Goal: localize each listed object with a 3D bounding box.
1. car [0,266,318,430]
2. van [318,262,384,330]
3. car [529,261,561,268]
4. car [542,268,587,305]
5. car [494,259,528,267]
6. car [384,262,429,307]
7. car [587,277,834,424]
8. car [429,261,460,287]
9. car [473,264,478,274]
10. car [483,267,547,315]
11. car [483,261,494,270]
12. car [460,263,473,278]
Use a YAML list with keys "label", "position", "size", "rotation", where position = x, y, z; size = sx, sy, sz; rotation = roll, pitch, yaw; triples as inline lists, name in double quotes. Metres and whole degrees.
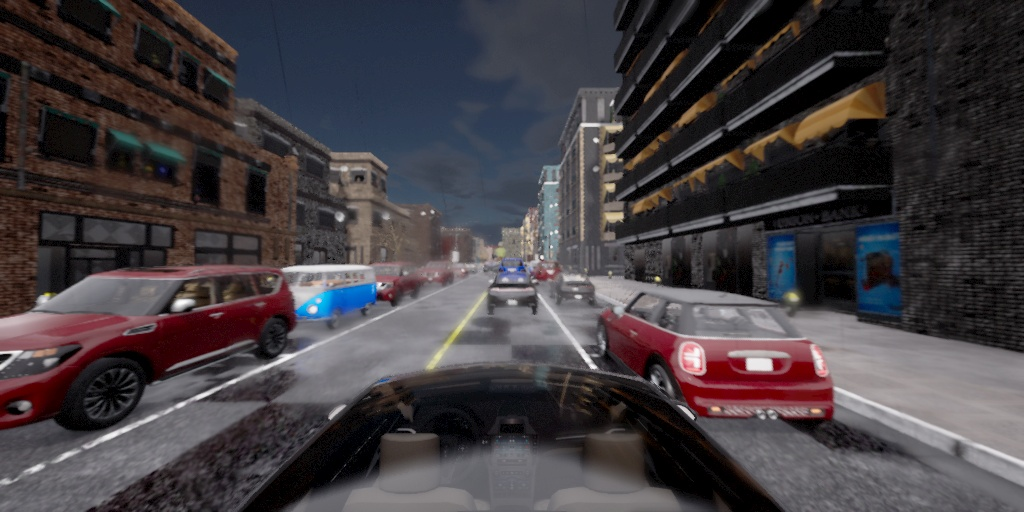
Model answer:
- label: "car"
  position: [-5.691, 1.103, 5.858]
  size: [2.192, 1.841, 5.009]
  rotation: [0, 0, 0]
- label: "van"
  position: [-5.692, 1.179, 11.265]
  size: [1.690, 1.789, 3.998]
  rotation: [0, 0, 0]
- label: "car"
  position: [2.686, 1.301, 27.480]
  size: [2.192, 1.841, 5.009]
  rotation: [0, 0, 0]
- label: "car"
  position: [2.689, 1.438, 16.667]
  size: [2.007, 1.370, 4.403]
  rotation: [0, 0, 0]
- label: "car"
  position: [0.030, 1.216, 28.188]
  size: [2.150, 2.045, 5.566]
  rotation: [0, 0, 1]
- label: "car"
  position: [-5.692, 1.203, 16.672]
  size: [2.192, 1.841, 5.009]
  rotation: [0, 0, 0]
- label: "car"
  position: [2.690, 1.228, 5.853]
  size: [1.967, 1.591, 4.097]
  rotation: [0, 0, 0]
- label: "car"
  position: [-5.695, 1.301, 27.486]
  size: [2.192, 1.841, 5.009]
  rotation: [0, 0, 0]
- label: "car"
  position: [-5.699, 1.734, 49.114]
  size: [2.007, 1.370, 4.403]
  rotation: [0, 0, 0]
- label: "car"
  position: [0.044, 1.358, 14.295]
  size: [2.128, 1.511, 4.902]
  rotation: [0, 0, 0]
- label: "car"
  position: [-3.059, 1.773, 51.853]
  size: [1.994, 1.385, 4.181]
  rotation: [0, -1, 1]
- label: "car"
  position: [-5.696, 1.525, 38.301]
  size: [1.967, 1.591, 4.097]
  rotation: [0, 0, 0]
